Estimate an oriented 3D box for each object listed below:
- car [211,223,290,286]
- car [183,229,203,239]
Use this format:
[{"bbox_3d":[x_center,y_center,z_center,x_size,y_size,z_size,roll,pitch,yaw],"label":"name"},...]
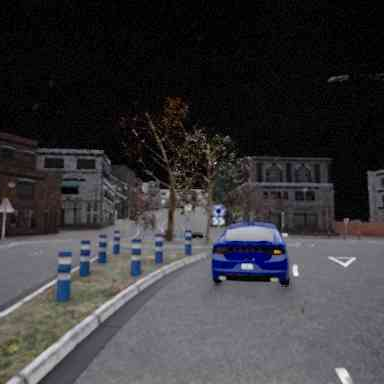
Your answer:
[{"bbox_3d":[1.802,1.648,9.830,1.882,1.535,5.008,-2,-3,13],"label":"car"},{"bbox_3d":[0.036,6.130,48.755,1.895,1.301,4.718,2,-5,-16],"label":"car"}]
